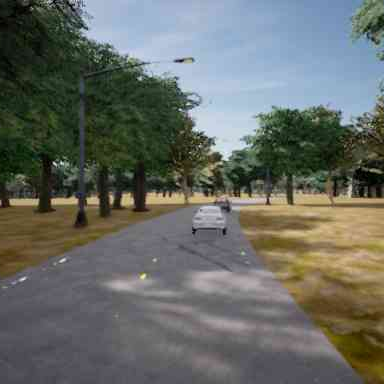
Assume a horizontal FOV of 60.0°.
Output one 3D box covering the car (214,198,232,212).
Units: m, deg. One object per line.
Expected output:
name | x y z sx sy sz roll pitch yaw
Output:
car | 3.442 1.432 37.736 2.128 1.511 4.902 0 0 9

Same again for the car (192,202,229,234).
car | 1.051 1.508 19.215 1.812 1.442 4.674 0 0 5
